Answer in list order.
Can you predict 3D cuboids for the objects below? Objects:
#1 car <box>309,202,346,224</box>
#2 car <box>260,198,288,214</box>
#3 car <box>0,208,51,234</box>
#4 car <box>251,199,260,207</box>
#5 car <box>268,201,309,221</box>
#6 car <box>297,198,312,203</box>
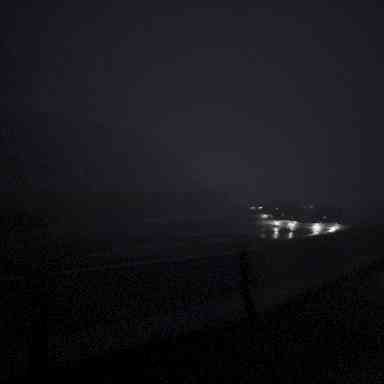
[{"bbox_3d":[11.048,1.736,26.717,1.994,1.385,4.181,0,0,32],"label":"car"},{"bbox_3d":[9.539,1.731,38.475,1.837,1.490,4.892,1,0,24],"label":"car"},{"bbox_3d":[-10.621,1.603,18.018,5.357,1.411,2.033,0,0,-38],"label":"car"},{"bbox_3d":[11.238,1.894,57.715,1.994,1.385,4.181,0,0,7],"label":"car"},{"bbox_3d":[8.600,1.741,29.375,1.994,1.385,4.181,0,0,31],"label":"car"},{"bbox_3d":[22.190,1.832,65.690,1.882,1.535,5.008,0,0,0],"label":"car"}]
